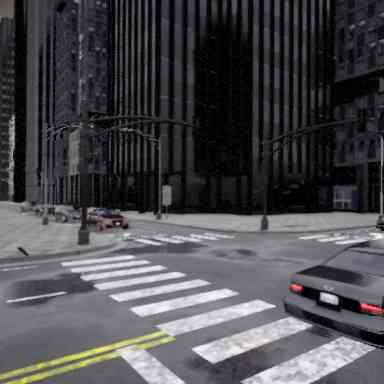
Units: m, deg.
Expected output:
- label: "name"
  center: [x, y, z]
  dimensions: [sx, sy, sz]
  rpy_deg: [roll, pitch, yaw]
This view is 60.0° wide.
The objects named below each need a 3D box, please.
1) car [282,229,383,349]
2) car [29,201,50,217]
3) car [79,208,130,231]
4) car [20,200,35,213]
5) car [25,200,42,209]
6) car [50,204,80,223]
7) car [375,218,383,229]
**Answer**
- label: "car"
  center: [4.050, 1.637, 6.334]
  dimensions: [5.357, 1.411, 2.033]
  rpy_deg: [1, -1, -36]
- label: "car"
  center: [-16.695, 2.043, 37.968]
  dimensions: [2.033, 1.411, 5.357]
  rpy_deg: [1, -1, -36]
- label: "car"
  center: [-5.889, 1.862, 22.813]
  dimensions: [1.994, 1.385, 4.181]
  rpy_deg: [1, -1, -36]
- label: "car"
  center: [-22.653, 2.115, 46.388]
  dimensions: [1.837, 1.490, 4.892]
  rpy_deg: [1, -1, -35]
- label: "car"
  center: [-28.726, 2.289, 60.317]
  dimensions: [1.882, 1.535, 5.008]
  rpy_deg: [1, -1, -36]
- label: "car"
  center: [-10.983, 1.896, 29.958]
  dimensions: [1.837, 1.490, 4.892]
  rpy_deg: [1, -1, -35]
- label: "car"
  center: [14.210, 1.867, 21.836]
  dimensions: [5.357, 1.411, 2.033]
  rpy_deg: [1, -1, -36]
